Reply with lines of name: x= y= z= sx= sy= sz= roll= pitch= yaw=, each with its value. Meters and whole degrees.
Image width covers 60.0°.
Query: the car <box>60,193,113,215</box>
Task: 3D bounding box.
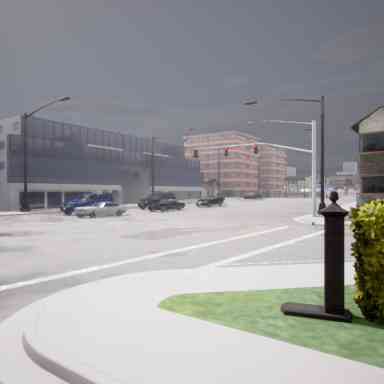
car: x=-10.160 y=1.171 z=32.933 sx=2.150 sy=2.045 sz=5.566 roll=0 pitch=0 yaw=35

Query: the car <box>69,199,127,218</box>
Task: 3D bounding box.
car: x=-8.124 y=1.555 z=29.736 sx=1.895 sy=1.301 sz=4.718 roll=0 pitch=0 yaw=35

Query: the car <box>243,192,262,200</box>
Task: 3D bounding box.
car: x=11.791 y=0.766 z=64.157 sx=2.033 sy=1.411 sz=5.357 roll=0 pitch=1 yaw=36

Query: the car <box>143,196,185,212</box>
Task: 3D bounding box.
car: x=-2.866 y=1.493 z=37.240 sx=1.895 sy=1.301 sz=4.718 roll=0 pitch=1 yaw=35

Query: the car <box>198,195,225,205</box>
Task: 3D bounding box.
car: x=3.063 y=1.167 z=51.794 sx=1.895 sy=1.301 sz=4.718 roll=0 pitch=2 yaw=35

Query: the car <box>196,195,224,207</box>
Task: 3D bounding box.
car: x=2.403 y=1.217 z=44.756 sx=2.128 sy=1.511 sz=4.902 roll=0 pitch=1 yaw=35

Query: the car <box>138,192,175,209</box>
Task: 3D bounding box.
car: x=-4.219 y=1.072 z=41.408 sx=2.150 sy=2.045 sz=5.566 roll=0 pitch=1 yaw=36
